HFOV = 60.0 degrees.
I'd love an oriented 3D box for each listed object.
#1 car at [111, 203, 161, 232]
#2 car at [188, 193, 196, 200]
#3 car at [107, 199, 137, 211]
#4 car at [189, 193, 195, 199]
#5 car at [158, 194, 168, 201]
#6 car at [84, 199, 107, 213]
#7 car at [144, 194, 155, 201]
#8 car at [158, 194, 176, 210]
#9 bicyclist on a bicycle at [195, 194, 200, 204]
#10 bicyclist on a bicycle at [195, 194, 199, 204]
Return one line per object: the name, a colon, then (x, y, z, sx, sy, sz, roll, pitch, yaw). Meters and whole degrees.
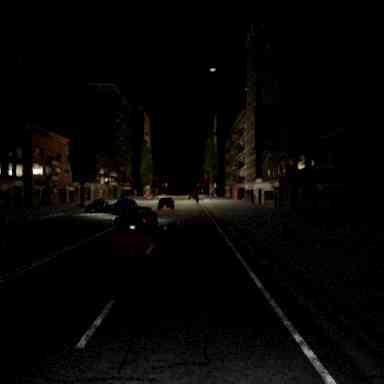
car: (-3.146, 1.555, 19.779, 1.895, 1.301, 4.718, 0, 0, 0)
car: (0.018, 1.239, 80.700, 1.837, 1.490, 4.892, 0, 0, 0)
car: (-6.584, 1.393, 32.863, 1.882, 1.535, 5.008, 0, 0, 0)
car: (0.021, 1.092, 95.073, 1.812, 1.442, 4.674, 0, 0, 0)
car: (-6.483, 1.280, 74.664, 1.812, 1.442, 4.674, 0, 0, 0)
car: (-9.833, 1.454, 35.694, 2.033, 1.411, 5.357, 0, 0, 0)
car: (-9.733, 1.236, 76.334, 1.882, 1.535, 5.008, 0, 0, 0)
car: (-3.141, 1.392, 41.474, 1.837, 1.490, 4.892, 0, 0, 0)
bicyclist on a bicycle: (0.904, 1.291, 50.965, 0.866, 1.612, 1.509, 0, 0, 0)
bicyclist on a bicycle: (0.908, 1.195, 59.286, 0.659, 1.776, 1.843, 0, 0, 0)
